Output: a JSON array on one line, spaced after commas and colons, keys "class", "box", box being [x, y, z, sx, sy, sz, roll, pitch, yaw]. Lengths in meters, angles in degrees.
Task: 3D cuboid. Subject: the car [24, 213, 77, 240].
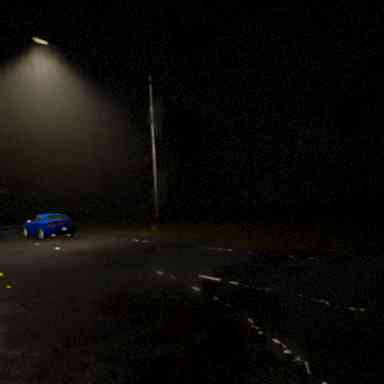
[{"class": "car", "box": [-9.148, 2.124, 21.240, 1.882, 1.535, 5.008, -2, -1, -43]}]
